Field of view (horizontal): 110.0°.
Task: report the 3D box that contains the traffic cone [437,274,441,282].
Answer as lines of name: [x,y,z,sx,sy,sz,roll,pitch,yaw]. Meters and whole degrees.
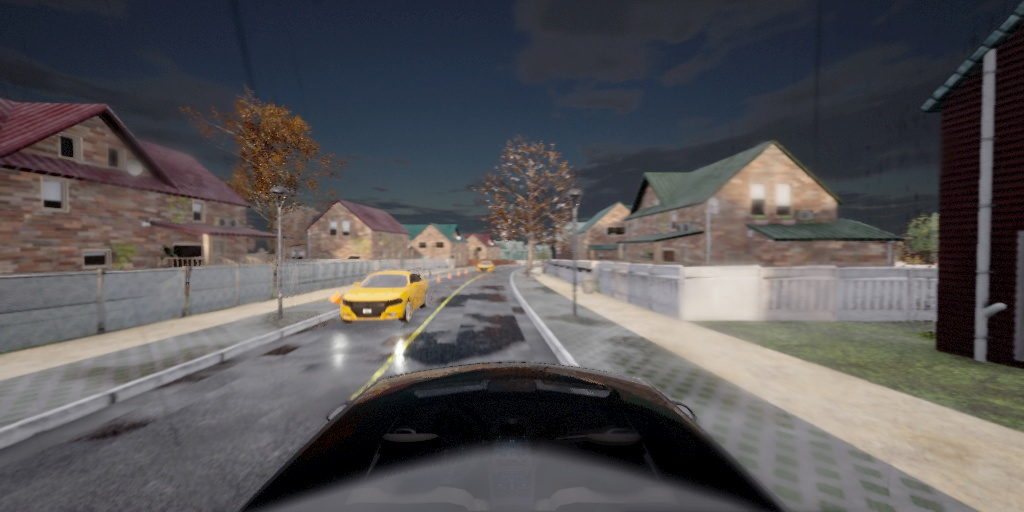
traffic cone: [-5.818,1.751,28.427,0.340,0.580,0.340,0,0,-1]

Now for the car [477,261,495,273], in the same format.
car: [-3.278,1.362,45.459,1.882,1.535,5.008,0,0,2]

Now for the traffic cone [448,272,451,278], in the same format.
traffic cone: [-5.823,1.770,33.477,0.340,0.580,0.340,0,0,0]

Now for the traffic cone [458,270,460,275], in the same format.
traffic cone: [-5.731,1.794,38.525,0.340,0.580,0.340,0,0,2]

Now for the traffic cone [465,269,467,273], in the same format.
traffic cone: [-5.544,1.824,43.571,0.340,0.580,0.340,0,0,3]

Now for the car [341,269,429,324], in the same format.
car: [-4.113,1.240,12.331,1.882,1.535,5.008,0,0,-3]

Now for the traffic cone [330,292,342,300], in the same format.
traffic cone: [-5.879,1.065,11.948,0.340,0.580,0.340,0,0,-31]
